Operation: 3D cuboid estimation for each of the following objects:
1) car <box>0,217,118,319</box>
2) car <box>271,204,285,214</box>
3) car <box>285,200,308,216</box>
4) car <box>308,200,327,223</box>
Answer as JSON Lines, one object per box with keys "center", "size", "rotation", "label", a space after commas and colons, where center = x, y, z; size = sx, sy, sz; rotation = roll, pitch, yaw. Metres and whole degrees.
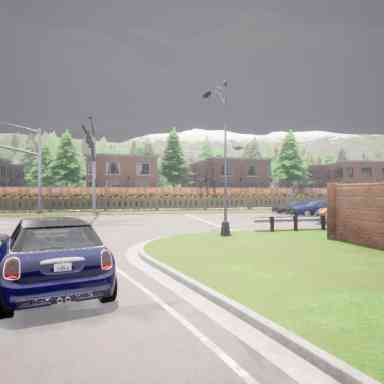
{"center": [-3.299, 1.352, 7.757], "size": [2.097, 1.767, 4.553], "rotation": [0, 0, -28], "label": "car"}
{"center": [10.828, 1.547, 33.796], "size": [5.357, 1.411, 2.033], "rotation": [0, 0, -14], "label": "car"}
{"center": [11.428, 1.478, 30.340], "size": [5.008, 1.535, 1.882], "rotation": [0, 0, -14], "label": "car"}
{"center": [10.791, 1.352, 22.976], "size": [4.553, 1.767, 2.097], "rotation": [0, 0, -14], "label": "car"}
